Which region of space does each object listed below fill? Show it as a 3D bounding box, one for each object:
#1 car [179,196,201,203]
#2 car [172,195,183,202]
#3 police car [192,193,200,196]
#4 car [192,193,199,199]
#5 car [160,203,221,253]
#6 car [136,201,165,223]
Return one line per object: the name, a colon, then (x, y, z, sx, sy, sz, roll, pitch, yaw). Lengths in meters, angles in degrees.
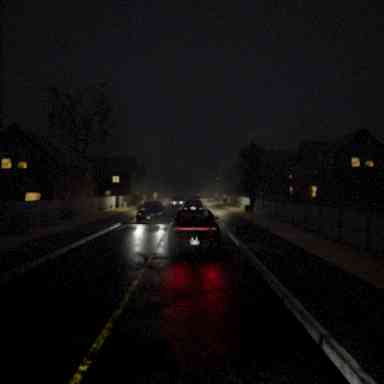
car: (0.102, 1.397, 29.682, 2.033, 1.411, 5.357, 0, 0, 0)
car: (-2.762, 1.214, 64.969, 1.994, 1.385, 4.181, 0, 0, 1)
police car: (0.833, 1.012, 76.220, 1.930, 1.638, 5.238, 0, 0, 0)
car: (0.834, 0.980, 86.303, 1.801, 1.575, 5.366, 0, 0, 0)
car: (0.096, 1.426, 13.342, 2.128, 1.511, 4.902, 0, 0, 0)
car: (-2.846, 1.405, 24.071, 1.812, 1.442, 4.674, 0, 0, 0)
